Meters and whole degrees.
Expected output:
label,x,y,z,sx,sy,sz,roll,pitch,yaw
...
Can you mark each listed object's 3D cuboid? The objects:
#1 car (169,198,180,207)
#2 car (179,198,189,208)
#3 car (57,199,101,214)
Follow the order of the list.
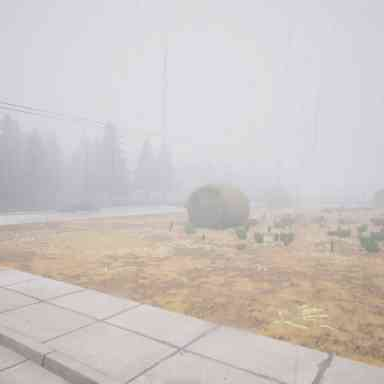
label,x,y,z,sx,sy,sz,roll,pitch,yaw
car,-1.568,1.590,49.878,1.994,1.385,4.181,0,0,37
car,0.621,1.590,46.676,1.994,1.385,4.181,0,0,37
car,-12.072,1.518,35.772,2.128,1.511,4.902,0,0,36
